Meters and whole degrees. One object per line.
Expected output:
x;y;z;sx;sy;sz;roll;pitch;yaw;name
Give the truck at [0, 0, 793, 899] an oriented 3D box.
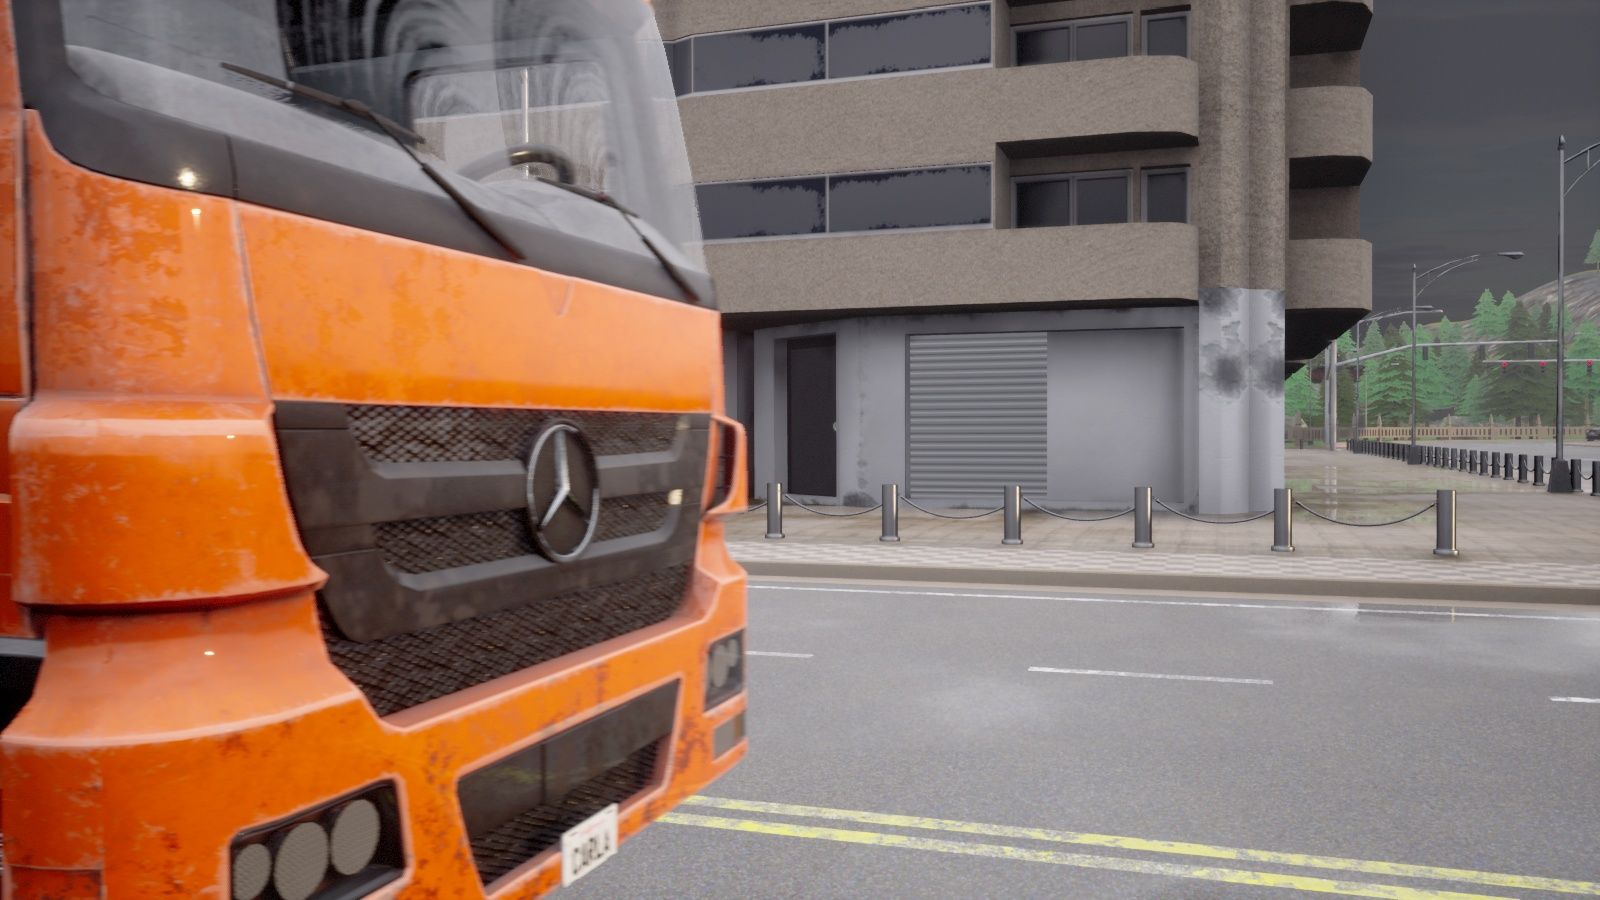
-4.255;-0.245;4.622;7.936;3.462;2.891;1;1;19;truck
